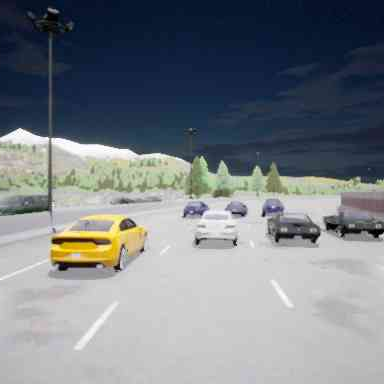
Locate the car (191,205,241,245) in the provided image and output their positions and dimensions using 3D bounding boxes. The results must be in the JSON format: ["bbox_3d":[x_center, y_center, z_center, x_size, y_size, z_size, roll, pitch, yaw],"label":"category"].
[{"bbox_3d":[1.211,1.563,15.734,1.812,1.442,4.674,0,0,7],"label":"car"}]

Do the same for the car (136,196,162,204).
[{"bbox_3d":[-6.831,1.450,55.485,2.097,1.767,4.553,0,0,21],"label":"car"}]

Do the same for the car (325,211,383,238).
[{"bbox_3d":[8.565,1.663,18.081,1.895,1.301,4.718,0,0,8],"label":"car"}]

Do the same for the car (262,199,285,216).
[{"bbox_3d":[8.205,1.446,33.475,2.097,1.767,4.553,0,0,14],"label":"car"}]

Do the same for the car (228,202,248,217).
[{"bbox_3d":[4.406,1.646,32.729,1.994,1.385,4.181,0,0,14],"label":"car"}]

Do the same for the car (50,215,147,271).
[{"bbox_3d":[-2.798,1.493,11.063,1.882,1.535,5.008,0,0,4],"label":"car"}]

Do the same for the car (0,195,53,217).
[{"bbox_3d":[-12.045,1.238,23.296,2.150,2.045,5.566,0,0,9],"label":"car"}]

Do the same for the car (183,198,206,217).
[{"bbox_3d":[0.463,1.593,31.388,1.812,1.442,4.674,0,0,13],"label":"car"}]

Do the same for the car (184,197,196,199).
[{"bbox_3d":[-0.400,1.621,61.766,2.128,1.511,4.902,0,0,25],"label":"car"}]

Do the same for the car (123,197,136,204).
[{"bbox_3d":[-9.550,1.660,58.212,1.994,1.385,4.181,0,0,22],"label":"car"}]

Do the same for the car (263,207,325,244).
[{"bbox_3d":[4.785,1.649,16.310,1.895,1.301,4.718,0,0,7],"label":"car"}]

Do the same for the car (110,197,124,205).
[{"bbox_3d":[-12.731,1.583,59.633,2.128,1.511,4.902,0,0,22],"label":"car"}]
